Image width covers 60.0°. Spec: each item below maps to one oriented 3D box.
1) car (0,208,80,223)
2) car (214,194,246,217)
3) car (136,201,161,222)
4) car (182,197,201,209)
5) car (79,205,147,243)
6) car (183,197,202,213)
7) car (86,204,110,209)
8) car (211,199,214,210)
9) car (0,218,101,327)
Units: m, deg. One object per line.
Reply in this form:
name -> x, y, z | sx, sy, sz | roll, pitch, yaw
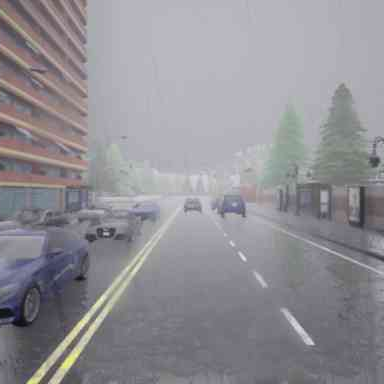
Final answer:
car -> -7.086, 1.483, 14.970 | 2.128, 1.511, 4.902 | 0, 0, 0
car -> 3.602, 1.208, 30.842 | 2.150, 2.045, 5.566 | 0, 0, 0
car -> -3.568, 1.463, 26.068 | 1.882, 1.535, 5.008 | 0, 0, 0
car -> -0.148, 1.467, 47.064 | 2.128, 1.511, 4.902 | 0, 0, -6
car -> -3.578, 1.555, 15.917 | 1.994, 1.385, 4.181 | 0, 0, 1
car -> 0.102, 1.472, 36.480 | 2.128, 1.511, 4.902 | 0, 0, 0
car -> -7.070, 1.587, 25.133 | 1.895, 1.301, 4.718 | 0, 0, 0
car -> 3.503, 1.329, 42.060 | 2.097, 1.767, 4.553 | 0, 0, 0
car -> -3.584, 1.522, 7.157 | 1.812, 1.442, 4.674 | 0, 0, 0
